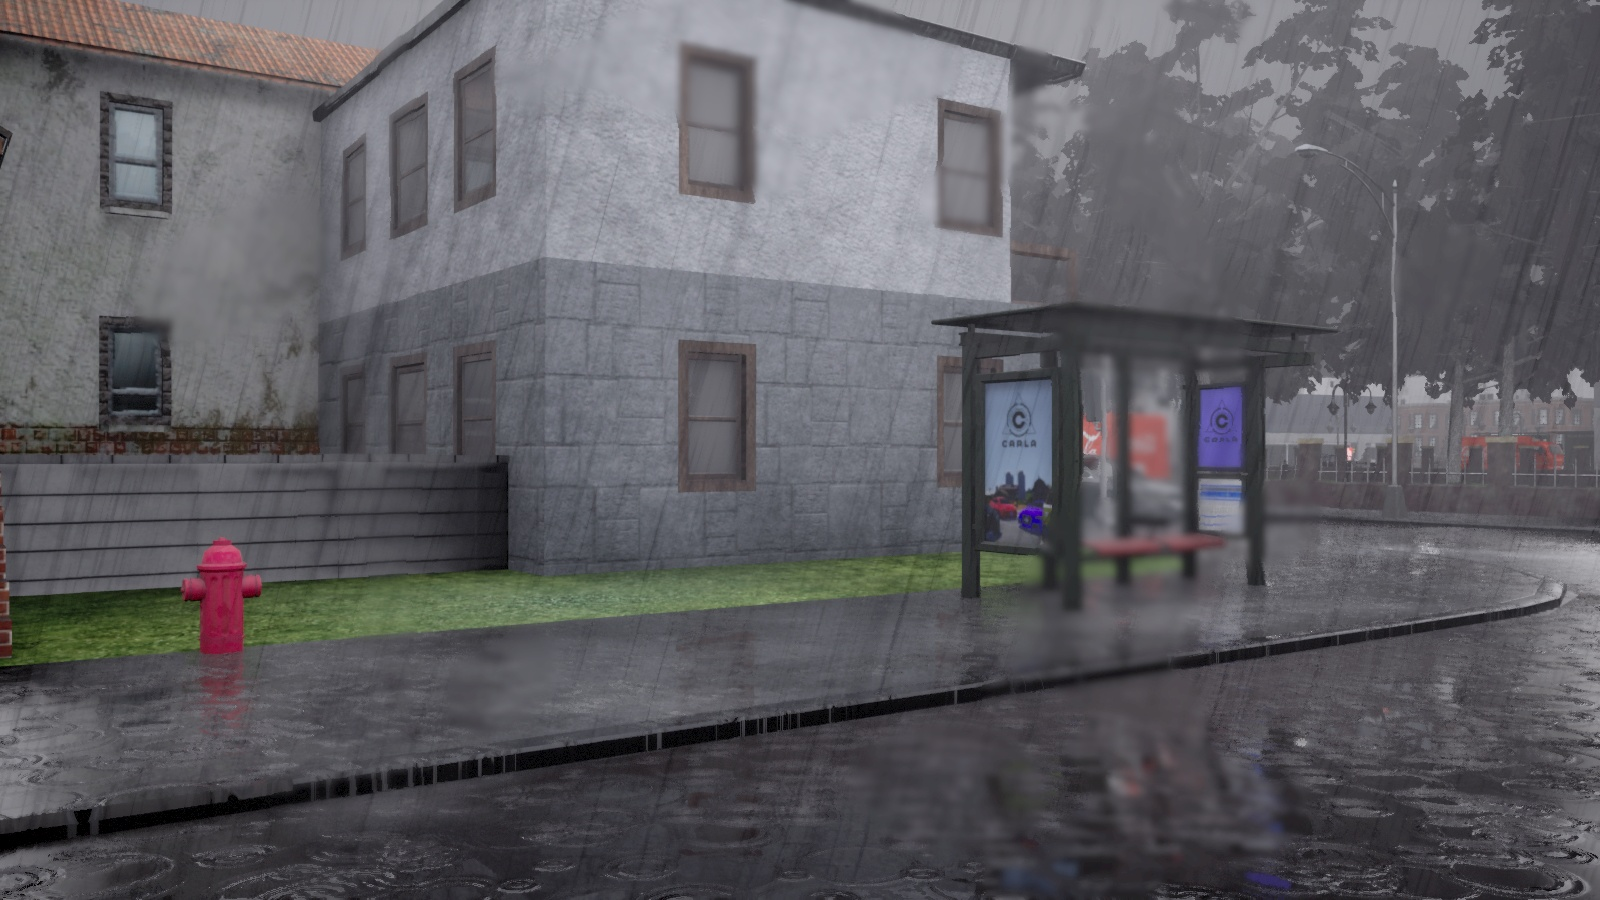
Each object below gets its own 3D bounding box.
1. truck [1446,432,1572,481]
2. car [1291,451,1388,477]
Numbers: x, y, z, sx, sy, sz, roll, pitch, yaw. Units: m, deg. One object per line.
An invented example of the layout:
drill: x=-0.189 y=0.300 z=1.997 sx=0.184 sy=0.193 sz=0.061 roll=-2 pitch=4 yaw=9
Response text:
truck: x=37.585 y=0.343 z=66.711 sx=2.627 sy=2.467 sz=5.204 roll=0 pitch=0 yaw=-35
car: x=32.003 y=0.816 z=74.586 sx=2.128 sy=1.511 sz=4.902 roll=0 pitch=0 yaw=-35
